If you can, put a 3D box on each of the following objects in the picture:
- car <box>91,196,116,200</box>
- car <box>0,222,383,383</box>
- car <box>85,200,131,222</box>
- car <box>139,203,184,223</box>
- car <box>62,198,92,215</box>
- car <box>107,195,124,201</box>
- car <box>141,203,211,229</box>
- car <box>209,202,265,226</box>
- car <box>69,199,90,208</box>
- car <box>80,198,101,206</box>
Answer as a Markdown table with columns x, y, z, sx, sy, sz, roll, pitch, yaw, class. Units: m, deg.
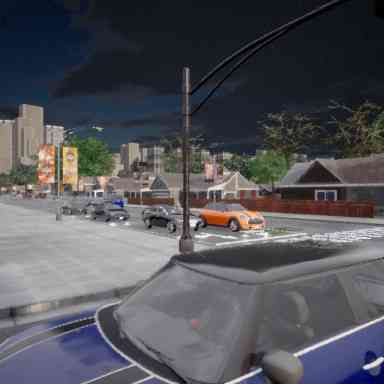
| x | y | z | sx | sy | sz | roll | pitch | yaw | class |
| --- | --- | --- | --- | --- | --- | --- | --- | --- | --- |
| -13.426 | 1.786 | 49.082 | 1.837 | 1.490 | 4.892 | 0 | 0 | -35 | car |
| 0.369 | 1.352 | 3.040 | 4.553 | 1.767 | 2.097 | 0 | 0 | -33 | car |
| -7.189 | 1.711 | 28.759 | 2.033 | 1.411 | 5.357 | 0 | 0 | -35 | car |
| -2.613 | 1.706 | 27.954 | 1.994 | 1.385 | 4.181 | 0 | 0 | -34 | car |
| -13.159 | 1.730 | 37.170 | 1.837 | 1.490 | 4.892 | 0 | 0 | -35 | car |
| -13.011 | 1.523 | 54.100 | 2.150 | 2.045 | 5.566 | 0 | 0 | -36 | car |
| -1.347 | 1.592 | 20.564 | 2.128 | 1.511 | 4.902 | 0 | 0 | -35 | car |
| 2.397 | 1.440 | 20.935 | 2.097 | 1.767 | 4.553 | 0 | 0 | -36 | car |
| -19.477 | 1.887 | 57.565 | 2.033 | 1.411 | 5.357 | 0 | 0 | -34 | car |
| -19.163 | 1.907 | 62.579 | 2.033 | 1.411 | 5.357 | 0 | 0 | -35 | car |
